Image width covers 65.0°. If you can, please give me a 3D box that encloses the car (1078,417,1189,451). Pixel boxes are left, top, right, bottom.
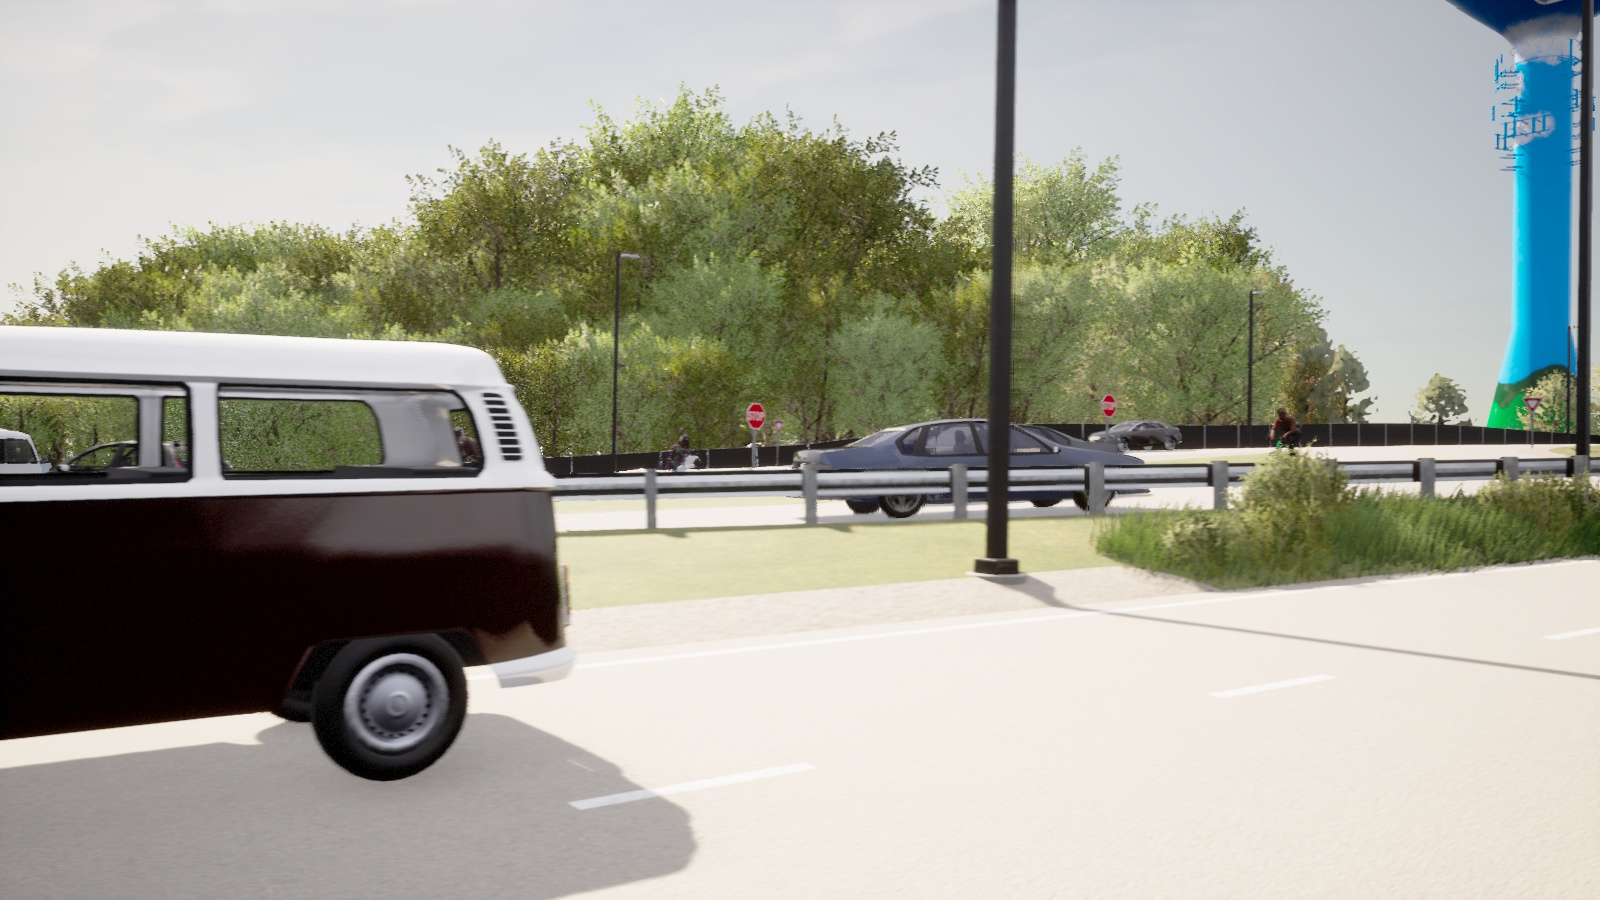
[{"bbox_3d":[15.963,-0.766,60.086,4.902,1.511,2.128,-2,1,-26],"label":"car"}]

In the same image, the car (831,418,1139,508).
[{"bbox_3d":[3.438,0.210,23.159,5.357,1.411,2.033,-2,0,-25],"label":"car"}]

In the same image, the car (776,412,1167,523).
[{"bbox_3d":[2.509,0.228,18.660,5.357,1.411,2.033,-2,0,-16],"label":"car"}]

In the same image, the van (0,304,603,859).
[{"bbox_3d":[-3.373,0.484,5.576,4.480,2.038,2.069,0,0,-35],"label":"van"}]

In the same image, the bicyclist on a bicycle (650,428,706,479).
[{"bbox_3d":[-4.390,0.117,45.253,1.843,1.776,0.659,-3,2,-35],"label":"bicyclist on a bicycle"}]
